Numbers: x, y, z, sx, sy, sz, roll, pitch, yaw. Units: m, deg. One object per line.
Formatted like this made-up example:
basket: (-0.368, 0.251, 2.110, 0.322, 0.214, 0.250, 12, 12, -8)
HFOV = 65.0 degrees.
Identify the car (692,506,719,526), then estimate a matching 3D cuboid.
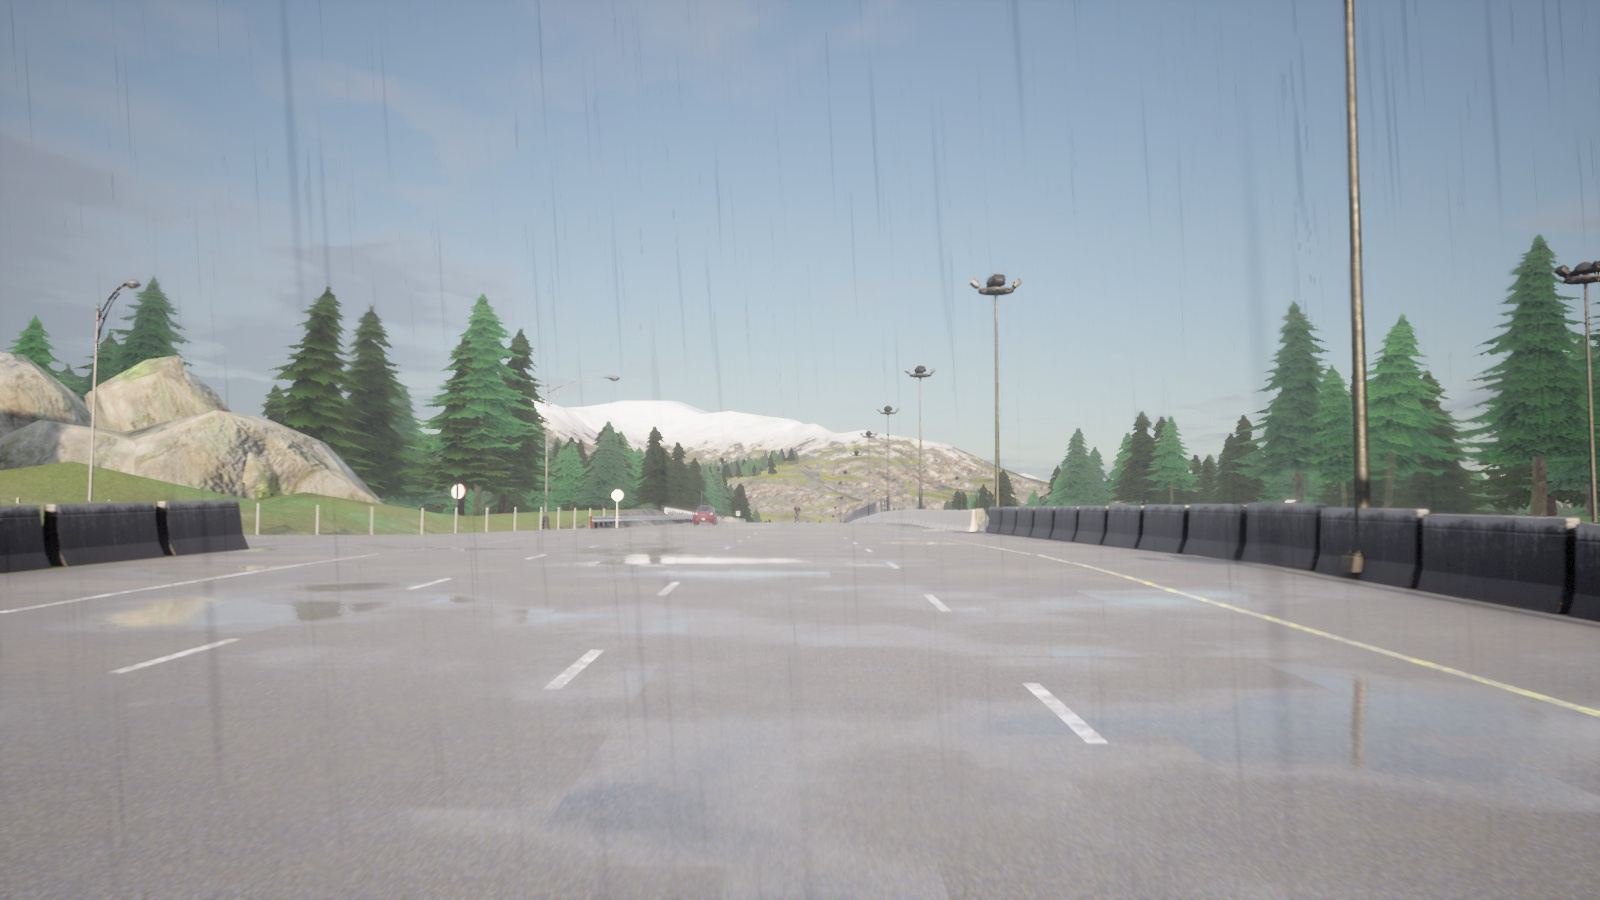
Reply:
car: (-7.210, 5.053, 95.989, 1.845, 1.501, 3.633, 0, -3, 0)
